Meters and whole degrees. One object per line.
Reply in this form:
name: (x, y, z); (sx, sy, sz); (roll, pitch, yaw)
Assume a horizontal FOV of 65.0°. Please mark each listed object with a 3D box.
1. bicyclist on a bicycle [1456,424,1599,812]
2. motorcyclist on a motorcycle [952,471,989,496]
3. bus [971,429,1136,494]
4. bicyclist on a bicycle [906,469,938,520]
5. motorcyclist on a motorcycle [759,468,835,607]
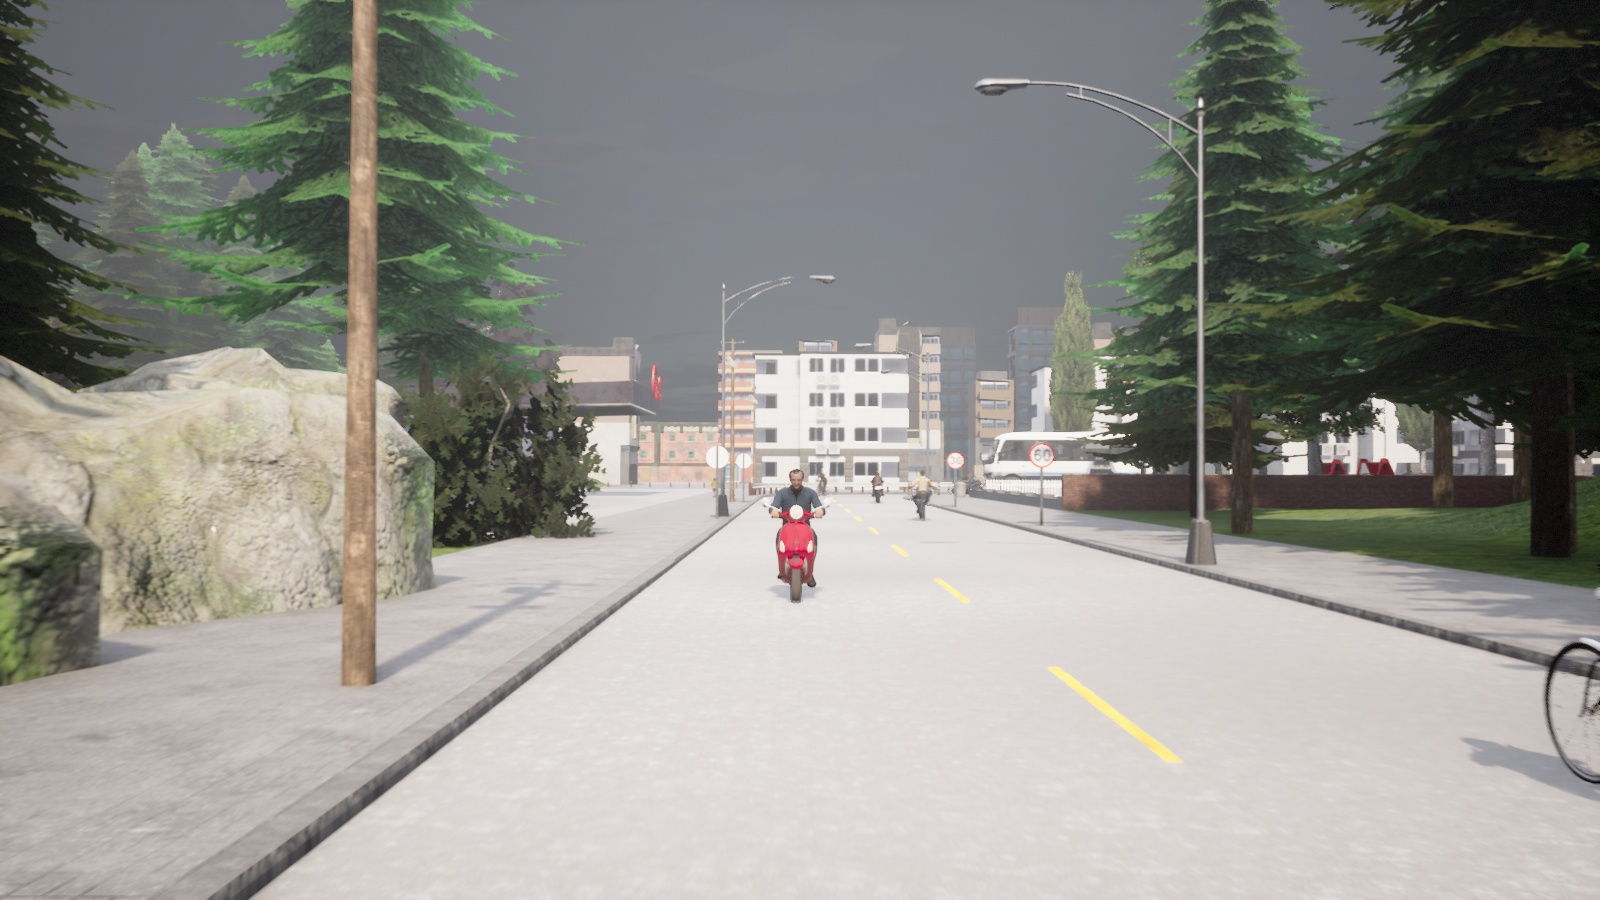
bicyclist on a bicycle: (3.985, 0.771, 6.056); (0.659, 1.776, 1.843); (0, -1, 0)
motorcyclist on a motorcycle: (10.889, 2.150, 80.205); (2.191, 1.530, 0.866); (0, 0, -13)
bus: (16.916, 0.783, 84.404); (10.273, 4.253, 3.944); (0, -1, 0)
bicyclist on a bicycle: (3.884, 1.407, 40.084); (0.866, 1.612, 1.509); (0, -1, 0)
motorcyclist on a motorcycle: (-0.037, 1.026, 15.409); (0.866, 1.590, 1.817); (0, -1, 0)
